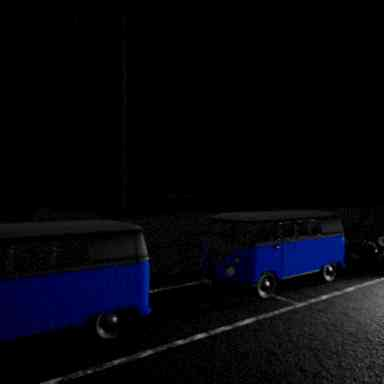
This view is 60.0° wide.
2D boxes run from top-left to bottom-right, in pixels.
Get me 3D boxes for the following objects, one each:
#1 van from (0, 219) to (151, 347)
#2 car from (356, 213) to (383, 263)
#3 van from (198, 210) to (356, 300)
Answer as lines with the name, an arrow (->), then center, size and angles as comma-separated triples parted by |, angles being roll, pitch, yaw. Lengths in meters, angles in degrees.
van -> -2.561, 1.342, 4.827 | 3.998, 1.788, 1.690 | 0, 0, -35
car -> 6.626, 1.452, 11.374 | 4.097, 1.590, 1.967 | 0, 0, -35
van -> 2.032, 1.348, 8.101 | 3.998, 1.788, 1.690 | 0, 0, -35
